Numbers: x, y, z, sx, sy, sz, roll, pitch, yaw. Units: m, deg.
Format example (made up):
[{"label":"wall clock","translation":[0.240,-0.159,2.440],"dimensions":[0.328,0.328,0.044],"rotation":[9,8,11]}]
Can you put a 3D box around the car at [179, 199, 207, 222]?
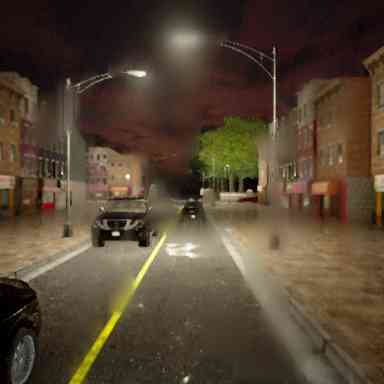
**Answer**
[{"label":"car","translation":[0.096,1.489,25.895],"dimensions":[1.837,1.490,4.892],"rotation":[0,0,0]}]

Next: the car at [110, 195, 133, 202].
[{"label":"car","translation":[-14.711,1.391,69.741],"dimensions":[4.507,1.381,1.887],"rotation":[1,0,0]}]

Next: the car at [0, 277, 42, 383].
[{"label":"car","translation":[-2.815,1.524,2.496],"dimensions":[1.812,1.442,4.674],"rotation":[0,0,0]}]

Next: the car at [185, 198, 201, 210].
[{"label":"car","translation":[0.095,1.543,42.953],"dimensions":[1.994,1.385,4.181],"rotation":[0,0,0]}]

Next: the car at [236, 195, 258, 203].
[{"label":"car","translation":[11.720,1.446,69.653],"dimensions":[5.009,1.841,2.192],"rotation":[1,-1,0]}]

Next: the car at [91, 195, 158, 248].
[{"label":"car","translation":[-2.823,1.217,15.130],"dimensions":[2.150,2.045,5.566],"rotation":[0,0,0]}]
